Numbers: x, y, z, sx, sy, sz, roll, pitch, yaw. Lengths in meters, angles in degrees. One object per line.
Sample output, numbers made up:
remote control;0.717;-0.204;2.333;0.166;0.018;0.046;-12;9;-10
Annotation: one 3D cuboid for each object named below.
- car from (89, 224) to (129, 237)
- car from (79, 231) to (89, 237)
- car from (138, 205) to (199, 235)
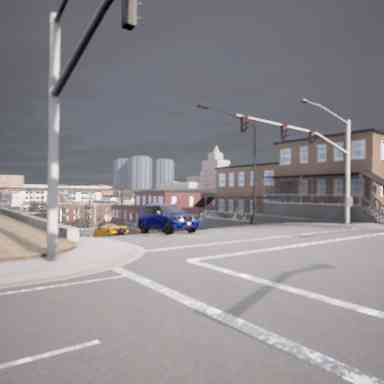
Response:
car;-7.737;3.751;31.615;1.882;1.535;5.008;1;-13;-36
car;-13.988;5.765;40.094;2.150;2.045;5.566;1;-13;-36
car;-1.833;1.927;23.612;2.150;2.045;5.566;1;-5;-36
